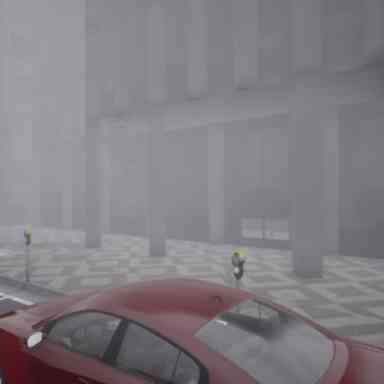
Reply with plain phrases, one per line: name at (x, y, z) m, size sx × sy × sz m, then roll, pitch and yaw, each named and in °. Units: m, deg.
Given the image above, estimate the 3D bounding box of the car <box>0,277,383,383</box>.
car at (-0.404, 1.565, 3.249) m, size 4.507 × 1.381 × 1.887 m, roll -1°, pitch 0°, yaw 35°
